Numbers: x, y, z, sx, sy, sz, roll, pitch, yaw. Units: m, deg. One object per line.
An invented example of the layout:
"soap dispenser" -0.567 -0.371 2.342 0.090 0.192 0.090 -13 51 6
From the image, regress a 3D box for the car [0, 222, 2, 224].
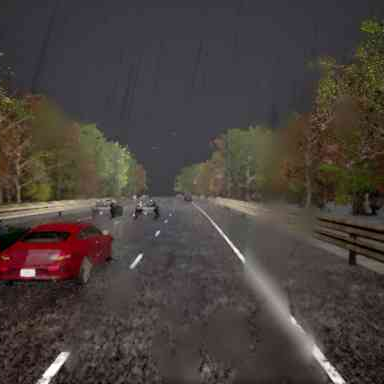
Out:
"car" -7.002 1.606 10.898 1.895 1.301 4.718 0 0 0

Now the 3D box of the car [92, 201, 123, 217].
"car" -7.201 1.491 28.595 2.128 1.511 4.902 0 0 -1

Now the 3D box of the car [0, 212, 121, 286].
"car" -3.443 1.522 9.251 1.812 1.442 4.674 0 0 0

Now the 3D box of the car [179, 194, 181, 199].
"car" -1.846 1.656 93.220 1.801 1.575 5.366 0 0 -4

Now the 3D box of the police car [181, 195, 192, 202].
"police car" -0.937 1.548 77.061 1.930 1.638 5.238 0 0 -3

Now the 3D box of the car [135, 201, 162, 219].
"car" -3.696 1.491 28.589 2.128 1.511 4.902 0 0 -1

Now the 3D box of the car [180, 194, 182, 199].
"car" -1.475 1.694 87.001 1.812 1.442 4.674 0 0 -3
